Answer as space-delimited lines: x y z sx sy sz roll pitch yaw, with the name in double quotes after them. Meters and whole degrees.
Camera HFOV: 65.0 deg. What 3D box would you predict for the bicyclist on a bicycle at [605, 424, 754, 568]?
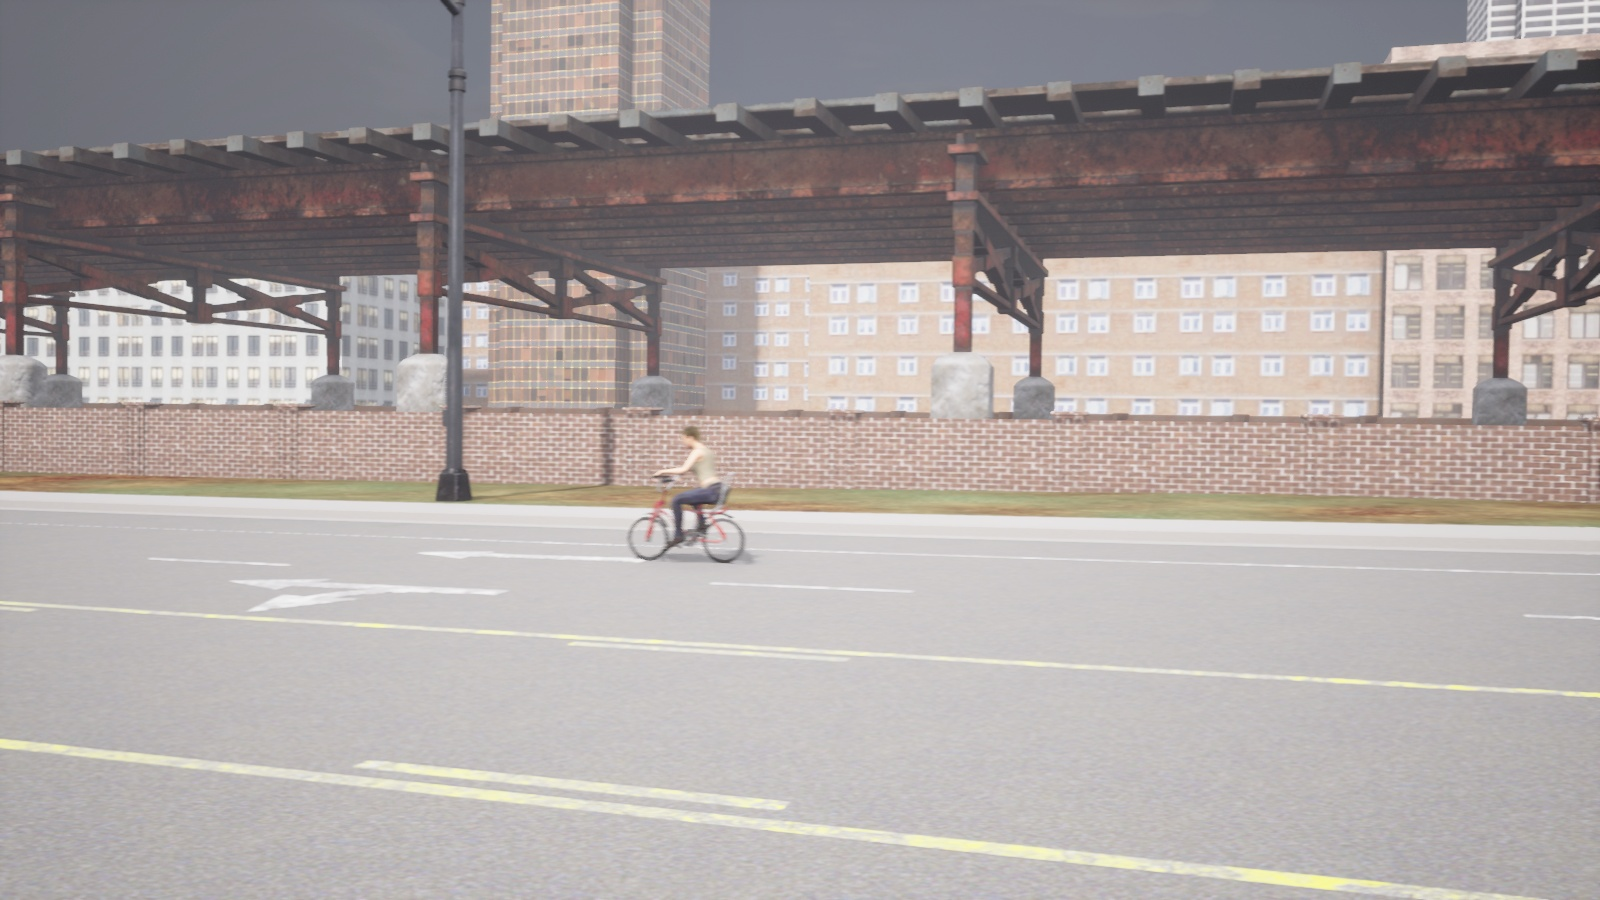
-1.405 0.507 14.743 1.509 1.612 0.866 1 1 18 "bicyclist on a bicycle"
